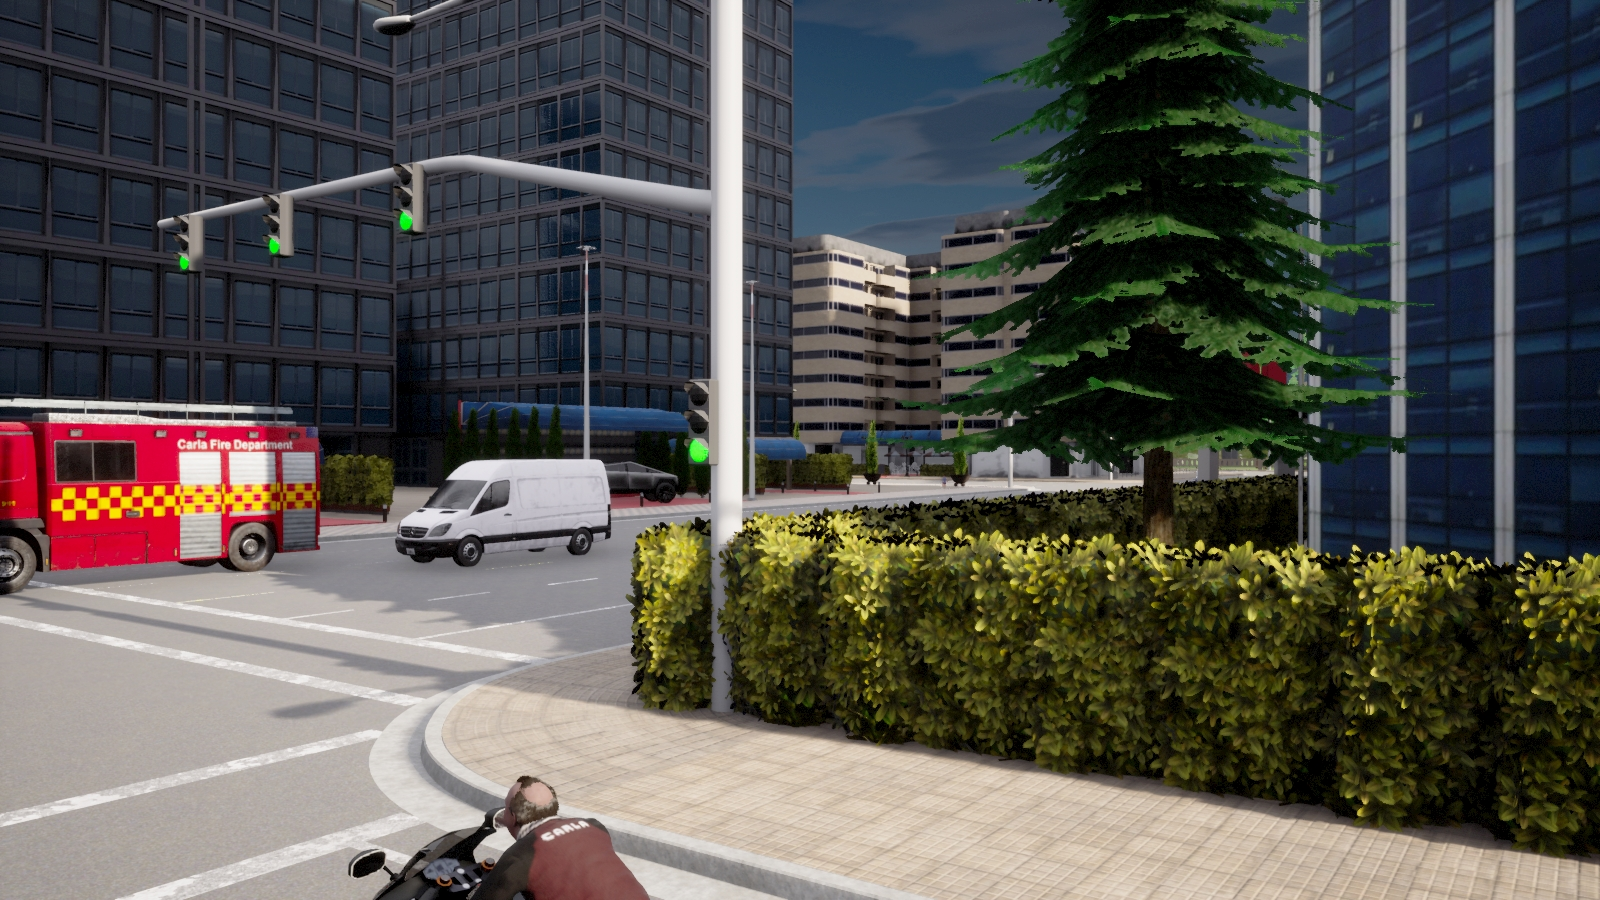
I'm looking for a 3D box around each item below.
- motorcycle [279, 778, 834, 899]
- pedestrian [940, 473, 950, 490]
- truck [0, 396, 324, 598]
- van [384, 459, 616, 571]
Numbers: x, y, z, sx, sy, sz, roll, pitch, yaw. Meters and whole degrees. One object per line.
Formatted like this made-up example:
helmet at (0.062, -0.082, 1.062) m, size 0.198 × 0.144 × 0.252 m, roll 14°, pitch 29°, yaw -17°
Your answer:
motorcycle at (-1.027, 2.205, 4.504) m, size 2.209 × 1.251 × 0.867 m, roll 0°, pitch 0°, yaw 35°
pedestrian at (9.464, 2.074, 74.729) m, size 0.500 × 1.100 × 0.500 m, roll 0°, pitch 0°, yaw 33°
truck at (-14.959, 0.889, 24.598) m, size 2.891 × 3.827 × 8.468 m, roll 0°, pitch 0°, yaw 34°
van at (-7.573, 1.533, 29.577) m, size 1.988 × 2.561 × 5.915 m, roll 0°, pitch 0°, yaw 35°
